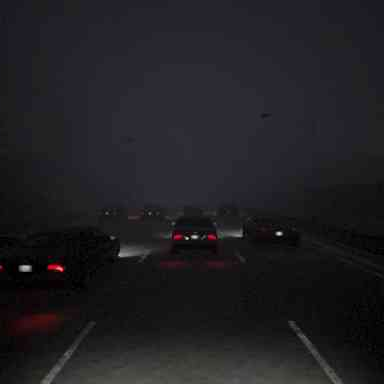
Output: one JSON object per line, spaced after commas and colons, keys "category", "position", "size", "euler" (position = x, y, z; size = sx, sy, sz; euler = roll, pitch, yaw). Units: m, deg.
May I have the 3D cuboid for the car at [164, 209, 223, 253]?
{"category": "car", "position": [0.100, 1.677, 14.320], "size": [2.033, 1.411, 5.357], "euler": [0, -1, 0]}

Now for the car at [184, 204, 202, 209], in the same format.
{"category": "car", "position": [0.122, 1.901, 33.334], "size": [1.895, 1.301, 4.718], "euler": [0, -1, 0]}

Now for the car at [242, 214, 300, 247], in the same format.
{"category": "car", "position": [3.598, 1.706, 15.723], "size": [1.994, 1.385, 4.181], "euler": [0, -1, 0]}

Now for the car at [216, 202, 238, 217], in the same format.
{"category": "car", "position": [3.632, 1.806, 34.913], "size": [2.128, 1.511, 4.902], "euler": [0, -1, 0]}

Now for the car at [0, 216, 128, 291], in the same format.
{"category": "car", "position": [-3.408, 1.633, 9.316], "size": [2.033, 1.411, 5.357], "euler": [0, 0, 0]}

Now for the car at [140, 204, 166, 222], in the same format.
{"category": "car", "position": [-3.393, 1.814, 29.570], "size": [2.033, 1.411, 5.357], "euler": [0, -1, 0]}

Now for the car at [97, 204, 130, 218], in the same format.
{"category": "car", "position": [-6.893, 1.814, 29.568], "size": [2.033, 1.411, 5.357], "euler": [0, -1, 0]}
